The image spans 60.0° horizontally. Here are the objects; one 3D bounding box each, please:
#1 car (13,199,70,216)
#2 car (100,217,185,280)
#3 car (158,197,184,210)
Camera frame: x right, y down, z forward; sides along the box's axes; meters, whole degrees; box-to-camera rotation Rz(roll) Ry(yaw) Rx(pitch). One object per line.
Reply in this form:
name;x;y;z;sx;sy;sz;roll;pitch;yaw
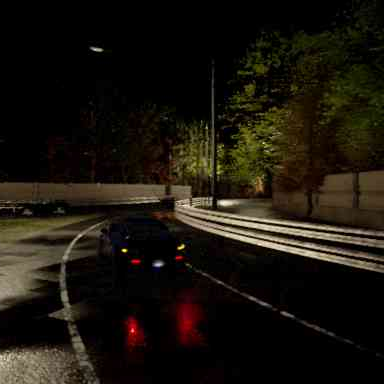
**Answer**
car;-14.176;1.379;31.566;4.902;1.511;2.128;0;0;-42
car;-1.630;1.476;9.887;1.812;1.442;4.674;-1;0;-22
car;-2.295;1.288;38.308;2.128;1.511;4.902;0;0;16
